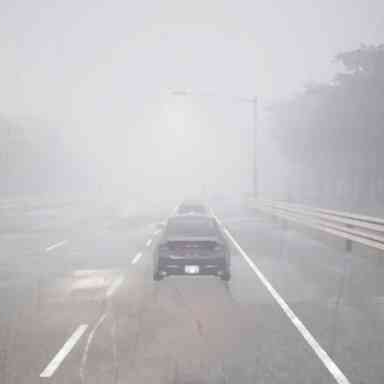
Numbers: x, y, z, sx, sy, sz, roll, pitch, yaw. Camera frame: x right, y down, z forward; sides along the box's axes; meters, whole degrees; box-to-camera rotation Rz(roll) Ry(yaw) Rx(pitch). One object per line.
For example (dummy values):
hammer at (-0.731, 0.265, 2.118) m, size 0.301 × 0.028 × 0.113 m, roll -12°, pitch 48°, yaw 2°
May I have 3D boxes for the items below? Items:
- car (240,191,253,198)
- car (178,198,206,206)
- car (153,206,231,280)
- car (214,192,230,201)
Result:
car at (11.773, 0.573, 70.817) m, size 1.812 × 1.442 × 4.674 m, roll 0°, pitch 1°, yaw 32°
car at (0.001, 1.178, 23.915) m, size 1.882 × 1.535 × 5.008 m, roll 0°, pitch 0°, yaw 0°
car at (-0.001, 1.378, 9.550) m, size 1.837 × 1.490 × 4.892 m, roll 0°, pitch 1°, yaw 0°
car at (5.054, 0.789, 56.241) m, size 1.812 × 1.442 × 4.674 m, roll 0°, pitch 1°, yaw 20°
